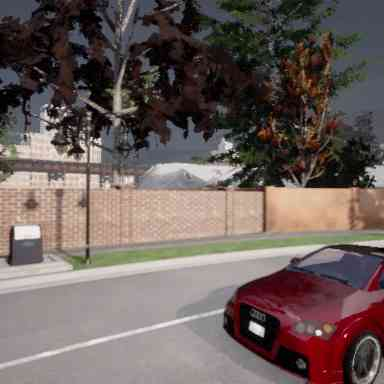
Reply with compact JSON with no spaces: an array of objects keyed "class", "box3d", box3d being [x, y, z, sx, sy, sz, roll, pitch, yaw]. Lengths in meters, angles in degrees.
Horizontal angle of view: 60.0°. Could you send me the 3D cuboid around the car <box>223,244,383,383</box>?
[{"class":"car","box3d":[2.574,1.569,5.216,4.181,1.385,1.994,0,0,-29]}]
